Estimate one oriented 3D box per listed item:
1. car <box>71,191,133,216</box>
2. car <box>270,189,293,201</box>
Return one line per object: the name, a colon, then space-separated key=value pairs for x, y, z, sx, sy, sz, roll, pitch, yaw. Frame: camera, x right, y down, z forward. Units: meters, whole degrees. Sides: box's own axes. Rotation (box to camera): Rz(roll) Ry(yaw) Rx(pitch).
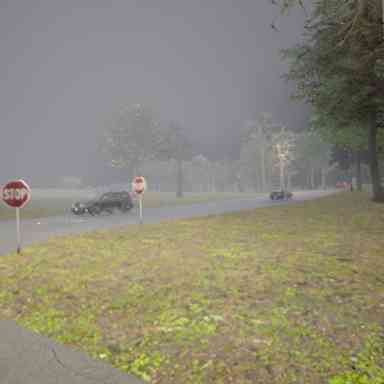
car: x=-7.477 y=0.938 z=28.220 sx=2.150 sy=2.045 sz=5.566 roll=-3 pitch=0 yaw=34
car: x=11.895 y=0.358 z=44.184 sx=1.837 sy=1.490 sz=4.892 roll=-3 pitch=0 yaw=34
